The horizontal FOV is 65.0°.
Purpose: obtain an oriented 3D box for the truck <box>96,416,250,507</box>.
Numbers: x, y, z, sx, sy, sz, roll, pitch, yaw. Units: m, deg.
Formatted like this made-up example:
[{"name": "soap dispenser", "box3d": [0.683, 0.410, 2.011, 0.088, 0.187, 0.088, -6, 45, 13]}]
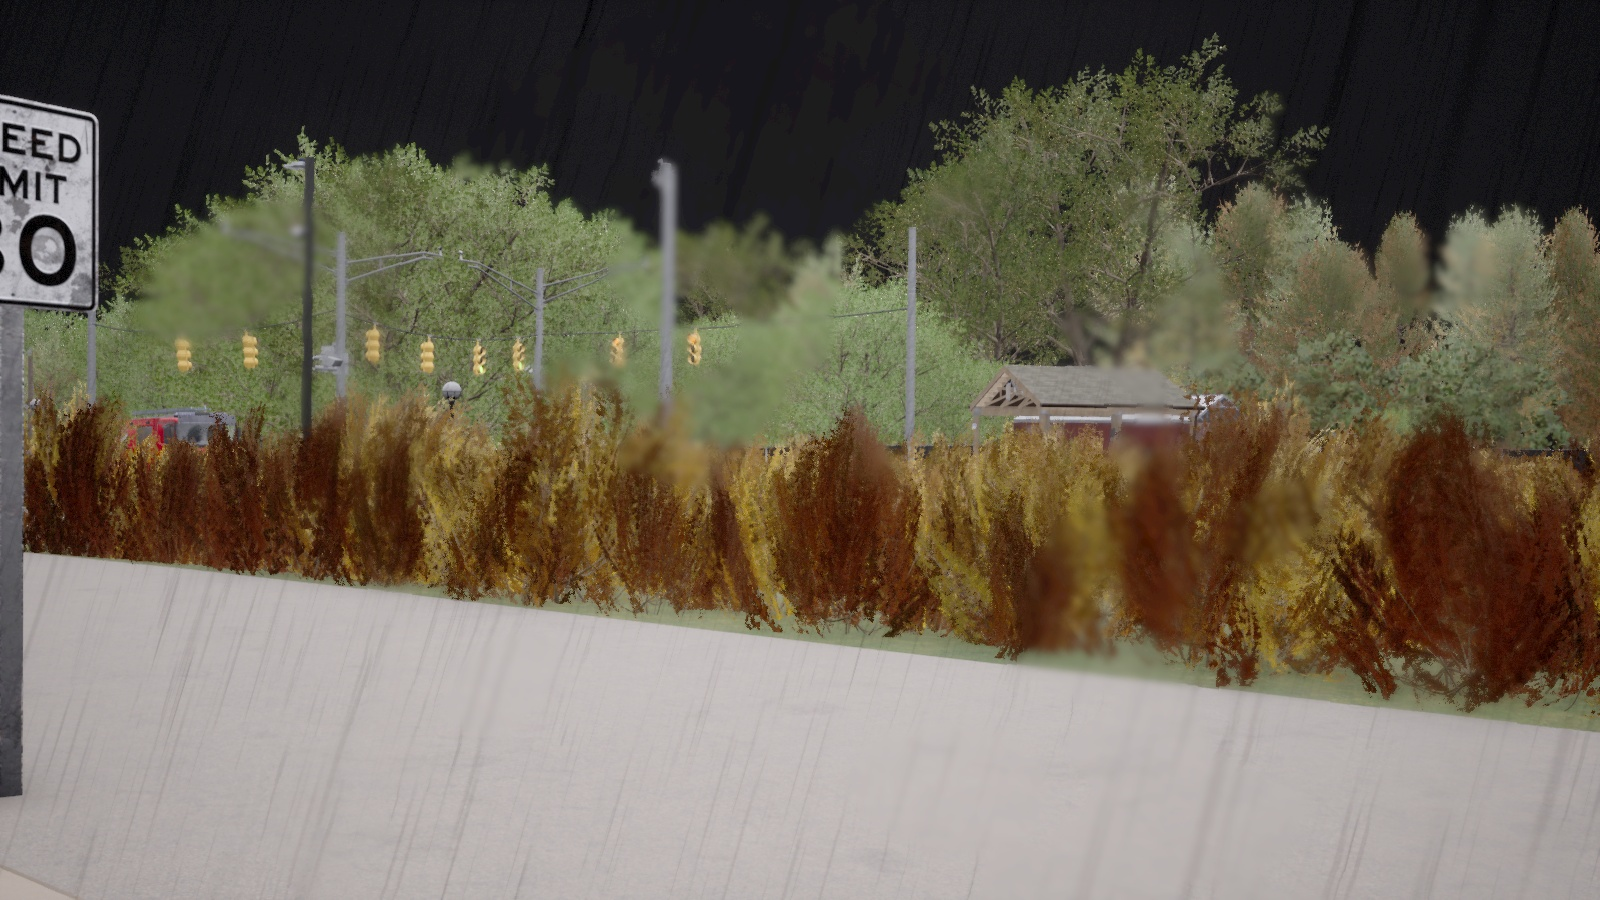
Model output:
[{"name": "truck", "box3d": [-28.529, 0.556, 56.951, 8.468, 3.827, 2.891, -2, 0, 39]}]
